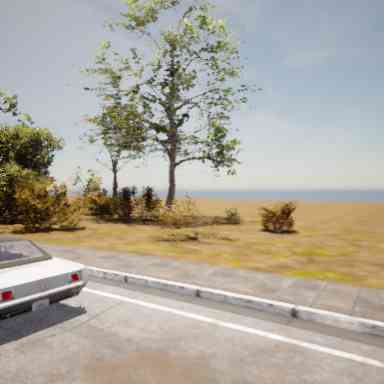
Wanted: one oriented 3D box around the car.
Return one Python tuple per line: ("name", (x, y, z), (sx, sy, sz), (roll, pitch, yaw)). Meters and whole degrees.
("car", (-4.375, 1.558, 6.646), (4.718, 1.301, 1.895), (0, 0, 32))
